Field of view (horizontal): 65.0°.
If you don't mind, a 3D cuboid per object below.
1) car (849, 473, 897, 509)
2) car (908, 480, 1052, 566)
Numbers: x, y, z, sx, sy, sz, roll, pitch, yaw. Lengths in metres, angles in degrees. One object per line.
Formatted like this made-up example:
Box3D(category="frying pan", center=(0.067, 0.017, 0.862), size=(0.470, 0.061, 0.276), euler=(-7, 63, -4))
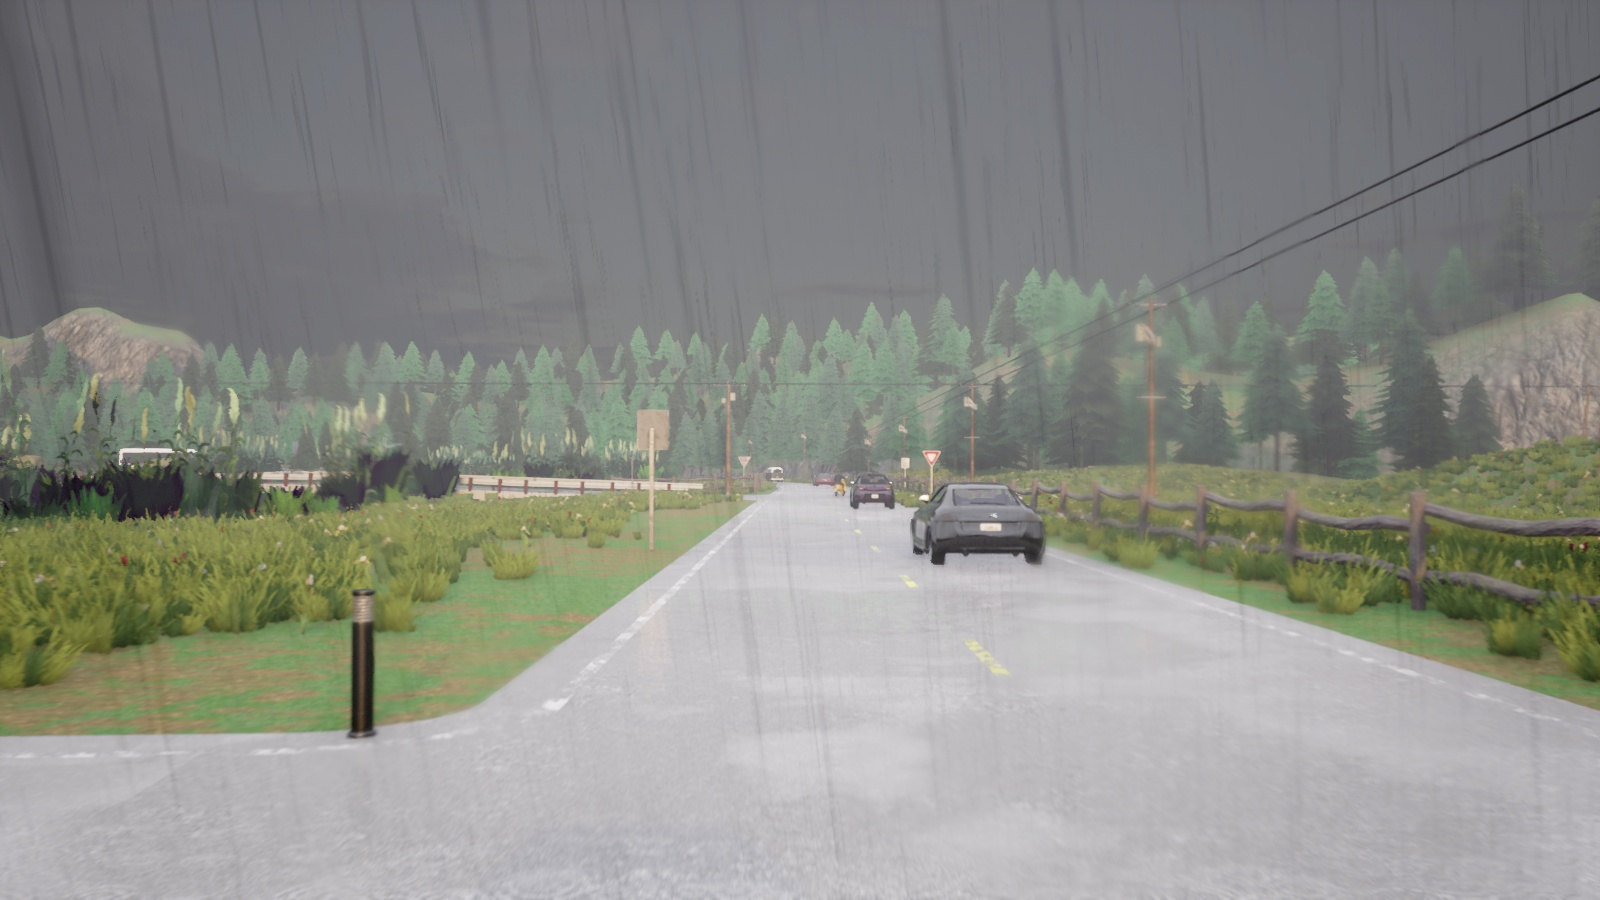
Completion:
Box3D(category="car", center=(3.071, 1.713, 53.568), size=(1.816, 1.474, 4.193), euler=(0, -1, 0))
Box3D(category="car", center=(3.144, 1.247, 22.749), size=(1.994, 1.385, 4.181), euler=(0, -1, 0))
